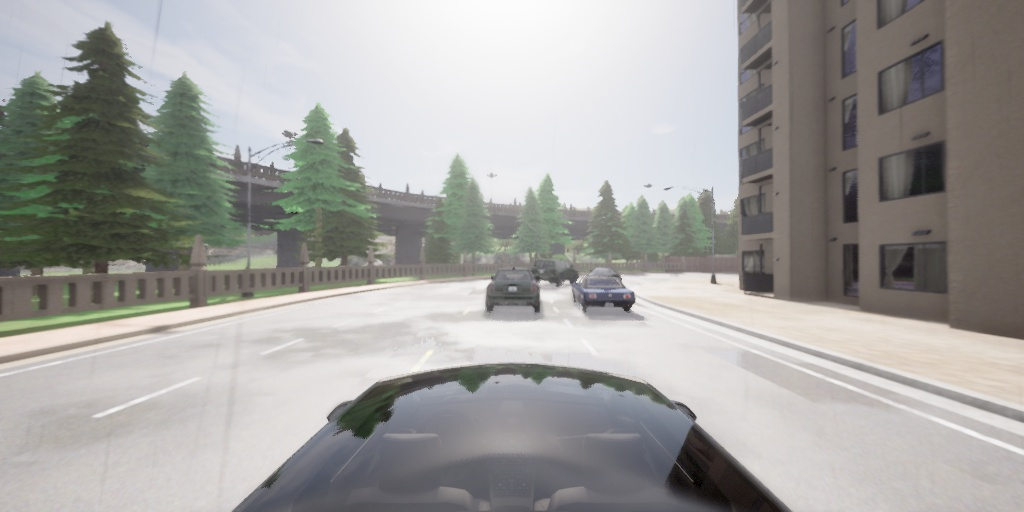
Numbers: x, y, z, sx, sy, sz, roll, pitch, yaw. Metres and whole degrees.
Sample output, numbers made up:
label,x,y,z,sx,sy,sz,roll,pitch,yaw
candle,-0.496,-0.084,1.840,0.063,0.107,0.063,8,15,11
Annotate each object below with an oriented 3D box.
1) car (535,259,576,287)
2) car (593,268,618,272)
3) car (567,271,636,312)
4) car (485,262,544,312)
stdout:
label,x,y,z,sx,sy,sz,roll,pitch,yaw
car,3.389,1.263,28.076,2.150,2.045,5.566,0,0,28
car,7.035,1.595,27.307,1.994,1.385,4.181,0,-1,30
car,3.632,1.497,15.067,1.895,1.301,4.718,0,-1,3
car,0.163,1.249,15.242,2.097,1.767,4.553,0,-1,4
